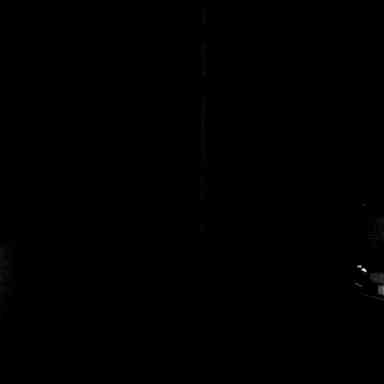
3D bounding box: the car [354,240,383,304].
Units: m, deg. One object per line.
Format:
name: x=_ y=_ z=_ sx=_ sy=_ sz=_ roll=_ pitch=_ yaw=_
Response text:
car: x=5.451 y=1.491 z=7.261 sx=4.902 sy=1.511 sz=2.128 roll=0 pitch=0 yaw=-35
